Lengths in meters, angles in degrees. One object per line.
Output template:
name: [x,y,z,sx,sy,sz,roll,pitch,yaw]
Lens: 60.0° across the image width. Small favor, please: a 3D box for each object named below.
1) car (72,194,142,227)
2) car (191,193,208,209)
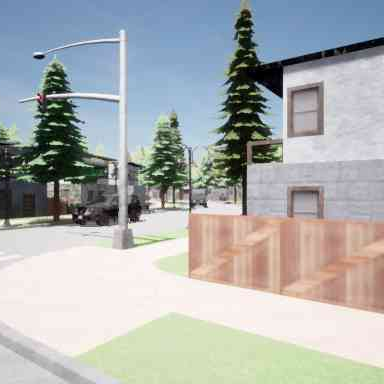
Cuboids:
car: [-5.711,1.198,23.189,2.150,2.045,5.566,0,1,27]
car: [1.004,1.205,46.171,2.150,2.045,5.566,0,0,5]
